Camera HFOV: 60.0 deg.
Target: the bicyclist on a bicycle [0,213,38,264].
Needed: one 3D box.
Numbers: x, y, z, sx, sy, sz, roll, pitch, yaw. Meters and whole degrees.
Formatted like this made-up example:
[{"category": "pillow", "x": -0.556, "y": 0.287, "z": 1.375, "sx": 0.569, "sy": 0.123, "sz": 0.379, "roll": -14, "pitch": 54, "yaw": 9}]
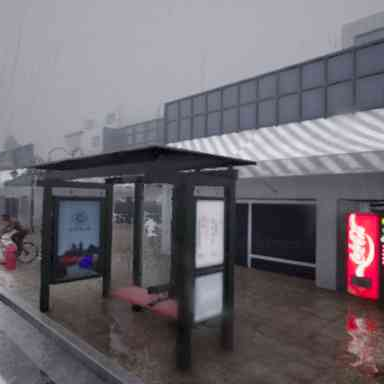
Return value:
[{"category": "bicyclist on a bicycle", "x": -5.629, "y": 1.472, "z": 10.336, "sx": 1.656, "sy": 1.620, "sz": 0.582, "roll": 4, "pitch": -3, "yaw": -44}]
